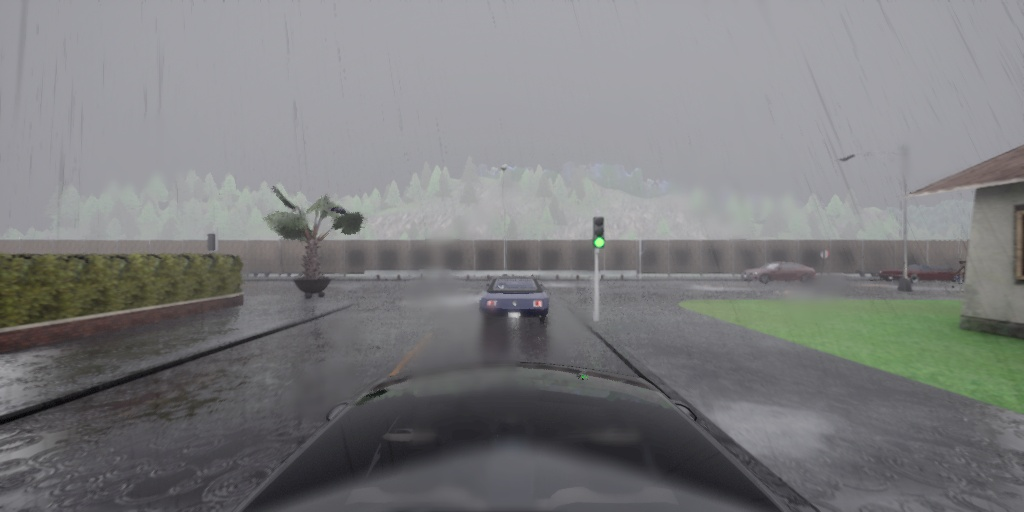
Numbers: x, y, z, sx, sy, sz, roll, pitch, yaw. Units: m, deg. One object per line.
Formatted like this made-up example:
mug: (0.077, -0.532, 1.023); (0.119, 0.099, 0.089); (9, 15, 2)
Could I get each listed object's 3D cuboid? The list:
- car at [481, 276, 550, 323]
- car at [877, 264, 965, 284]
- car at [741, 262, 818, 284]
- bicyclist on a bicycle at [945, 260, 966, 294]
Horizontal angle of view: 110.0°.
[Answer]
car: (0.089, 1.292, 11.819); (1.895, 1.301, 4.718); (0, 0, 0)
car: (28.580, 1.215, 24.983); (4.718, 1.301, 1.895); (0, 0, 0)
car: (18.538, 1.140, 24.954); (4.674, 1.442, 1.812); (0, 0, 0)
bicyclist on a bicycle: (21.010, 1.012, 16.578); (0.582, 1.620, 1.656); (0, 0, 0)
